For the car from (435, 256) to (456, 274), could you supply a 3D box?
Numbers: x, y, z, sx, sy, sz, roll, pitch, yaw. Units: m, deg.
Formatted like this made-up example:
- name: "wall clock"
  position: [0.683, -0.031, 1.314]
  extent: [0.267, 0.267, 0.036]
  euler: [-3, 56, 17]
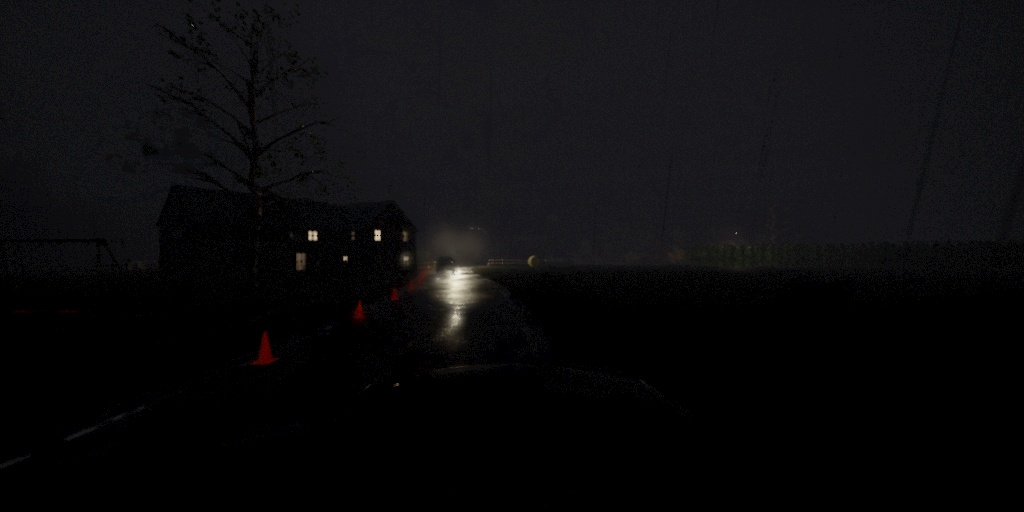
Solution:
- name: "car"
  position: [-8.028, 1.026, 43.391]
  extent: [2.150, 2.045, 5.566]
  euler: [0, 0, -10]

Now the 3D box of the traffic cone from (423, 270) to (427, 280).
- name: "traffic cone"
  position: [-7.750, 1.751, 31.215]
  extent: [0.340, 0.580, 0.340]
  euler: [0, 0, -12]

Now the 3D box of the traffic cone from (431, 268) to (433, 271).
- name: "traffic cone"
  position: [-10.717, 1.776, 46.058]
  extent: [0.340, 0.580, 0.340]
  euler: [0, 0, -9]

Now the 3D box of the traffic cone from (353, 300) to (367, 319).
- name: "traffic cone"
  position: [-4.990, 1.729, 11.756]
  extent: [0.340, 0.580, 0.340]
  euler: [0, 0, -4]

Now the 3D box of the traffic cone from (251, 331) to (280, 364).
- name: "traffic cone"
  position: [-4.709, 1.726, 6.848]
  extent: [0.340, 0.580, 0.340]
  euler: [0, 0, -2]

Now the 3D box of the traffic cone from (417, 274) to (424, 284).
- name: "traffic cone"
  position: [-6.816, 1.743, 26.388]
  extent: [0.340, 0.580, 0.340]
  euler: [0, 0, -10]

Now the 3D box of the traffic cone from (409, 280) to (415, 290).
- name: "traffic cone"
  position: [-6.043, 1.737, 21.531]
  extent: [0.340, 0.580, 0.340]
  euler: [0, 0, -8]

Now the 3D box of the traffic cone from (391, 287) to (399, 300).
- name: "traffic cone"
  position: [-5.435, 1.732, 16.653]
  extent: [0.340, 0.580, 0.340]
  euler: [0, 0, -6]

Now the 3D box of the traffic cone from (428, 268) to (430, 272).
- name: "traffic cone"
  position: [-9.865, 1.768, 41.045]
  extent: [0.340, 0.580, 0.340]
  euler: [0, 0, -11]
